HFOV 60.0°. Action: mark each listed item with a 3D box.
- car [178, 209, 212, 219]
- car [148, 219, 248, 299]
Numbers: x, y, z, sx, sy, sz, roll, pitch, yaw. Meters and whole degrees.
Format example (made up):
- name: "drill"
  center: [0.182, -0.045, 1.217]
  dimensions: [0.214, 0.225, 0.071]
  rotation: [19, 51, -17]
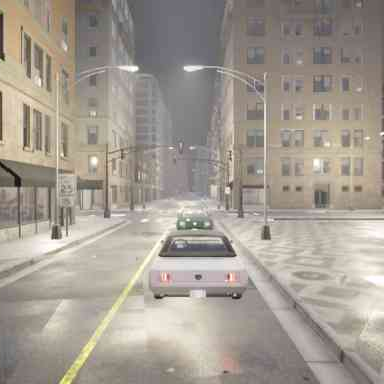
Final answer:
- name: "car"
  center: [0.143, 1.604, 18.621]
  dimensions: [1.895, 1.301, 4.718]
  rotation: [0, 0, 0]
- name: "car"
  center: [0.120, 1.603, 8.386]
  dimensions: [1.895, 1.301, 4.718]
  rotation: [0, 0, 0]
